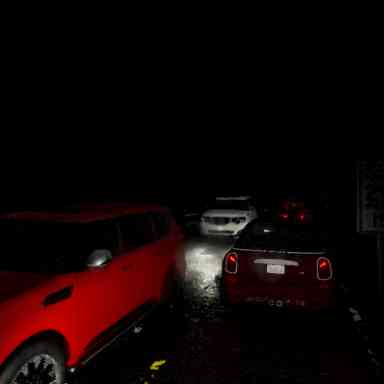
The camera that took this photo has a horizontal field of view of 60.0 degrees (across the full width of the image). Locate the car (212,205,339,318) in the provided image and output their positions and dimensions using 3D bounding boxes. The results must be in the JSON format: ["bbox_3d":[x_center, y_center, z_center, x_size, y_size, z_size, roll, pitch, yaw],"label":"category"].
[{"bbox_3d":[2.090,1.357,7.788,2.097,1.767,4.553,0,0,18],"label":"car"}]

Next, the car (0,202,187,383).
[{"bbox_3d":[-1.833,1.224,4.977,2.150,2.045,5.566,0,0,19],"label":"car"}]

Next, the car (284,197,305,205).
[{"bbox_3d":[11.239,1.377,36.567,2.097,1.767,4.553,0,0,18],"label":"car"}]

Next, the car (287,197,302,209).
[{"bbox_3d":[14.240,1.508,46.212,1.882,1.535,5.008,0,0,17],"label":"car"}]

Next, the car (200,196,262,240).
[{"bbox_3d":[2.066,1.231,17.154,2.150,2.045,5.566,0,0,17],"label":"car"}]

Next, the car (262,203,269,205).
[{"bbox_3d":[6.071,1.621,29.791,1.895,1.301,4.718,0,0,18],"label":"car"}]
